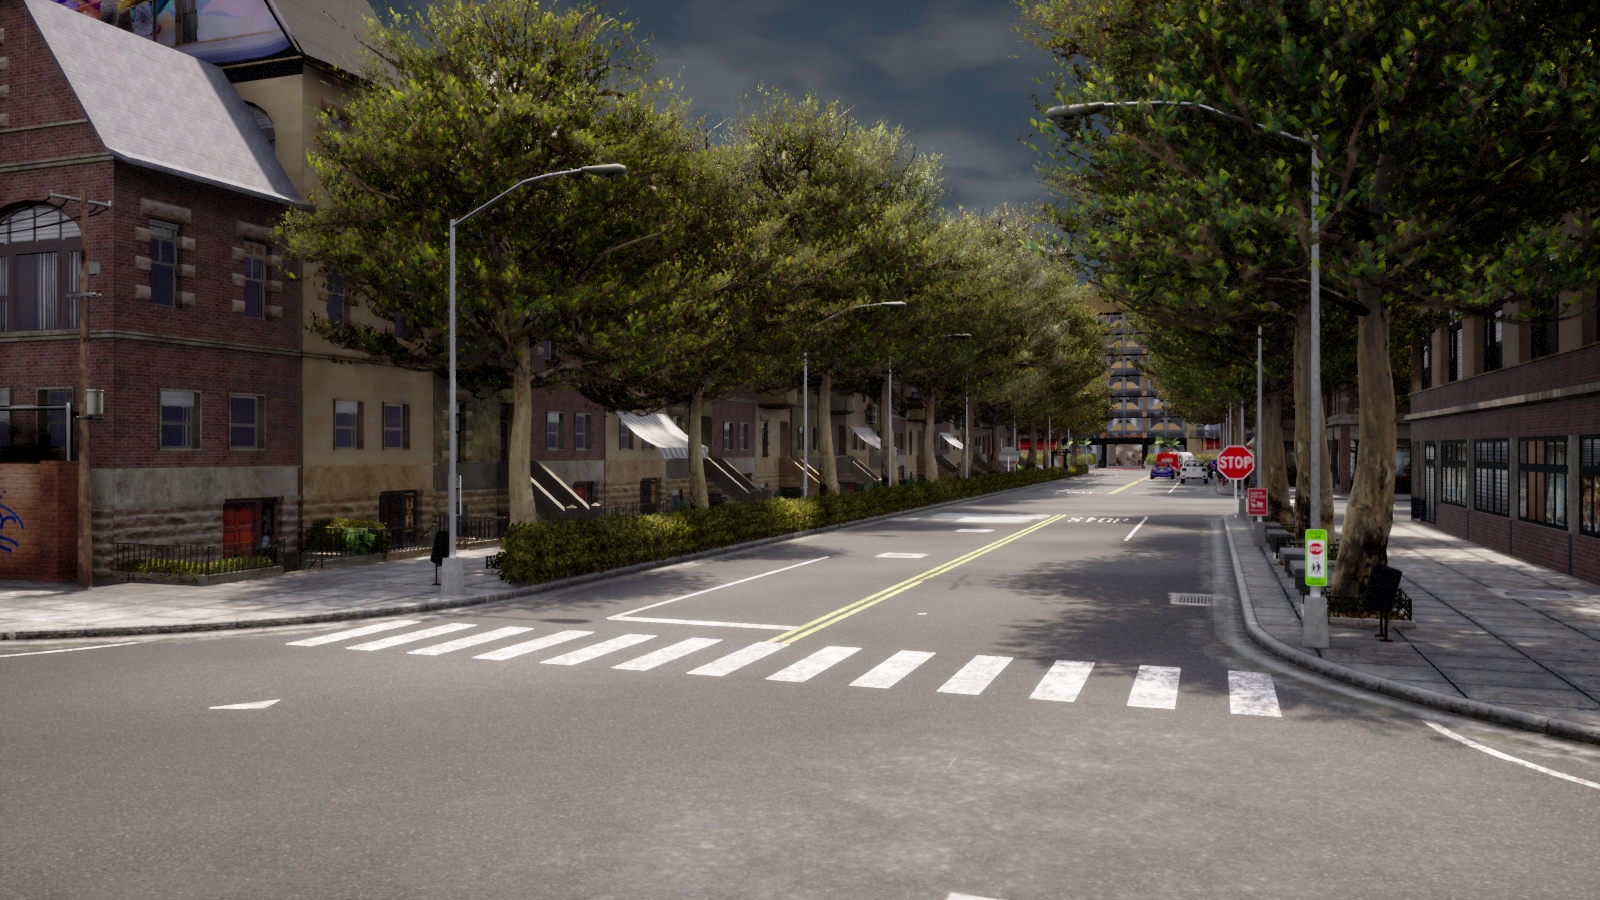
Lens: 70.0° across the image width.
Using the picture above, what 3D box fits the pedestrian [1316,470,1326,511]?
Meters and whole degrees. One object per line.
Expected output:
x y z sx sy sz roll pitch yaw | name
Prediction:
24.026 1.847 52.660 0.375 1.860 0.375 0 0 18 | pedestrian
